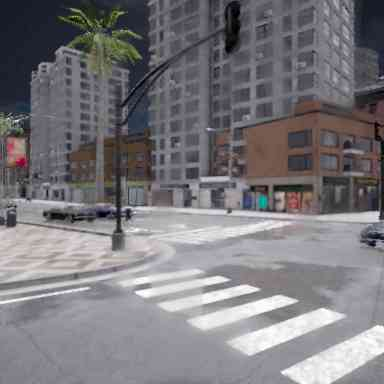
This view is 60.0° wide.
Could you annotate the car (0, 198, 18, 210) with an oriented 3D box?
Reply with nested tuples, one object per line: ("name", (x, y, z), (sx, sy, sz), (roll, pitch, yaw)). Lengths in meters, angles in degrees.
("car", (-23.583, 1.475, 41.859), (4.181, 1.385, 1.994), (0, 0, 44))

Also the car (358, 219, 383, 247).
("car", (9.308, 1.574, 14.204), (5.357, 1.411, 2.033), (0, 0, -36))

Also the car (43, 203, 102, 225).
("car", (-8.919, 1.587, 24.255), (4.718, 1.301, 1.895), (0, 0, 41))

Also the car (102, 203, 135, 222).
("car", (-6.677, 1.587, 26.613), (4.718, 1.301, 1.895), (0, 0, 41))
